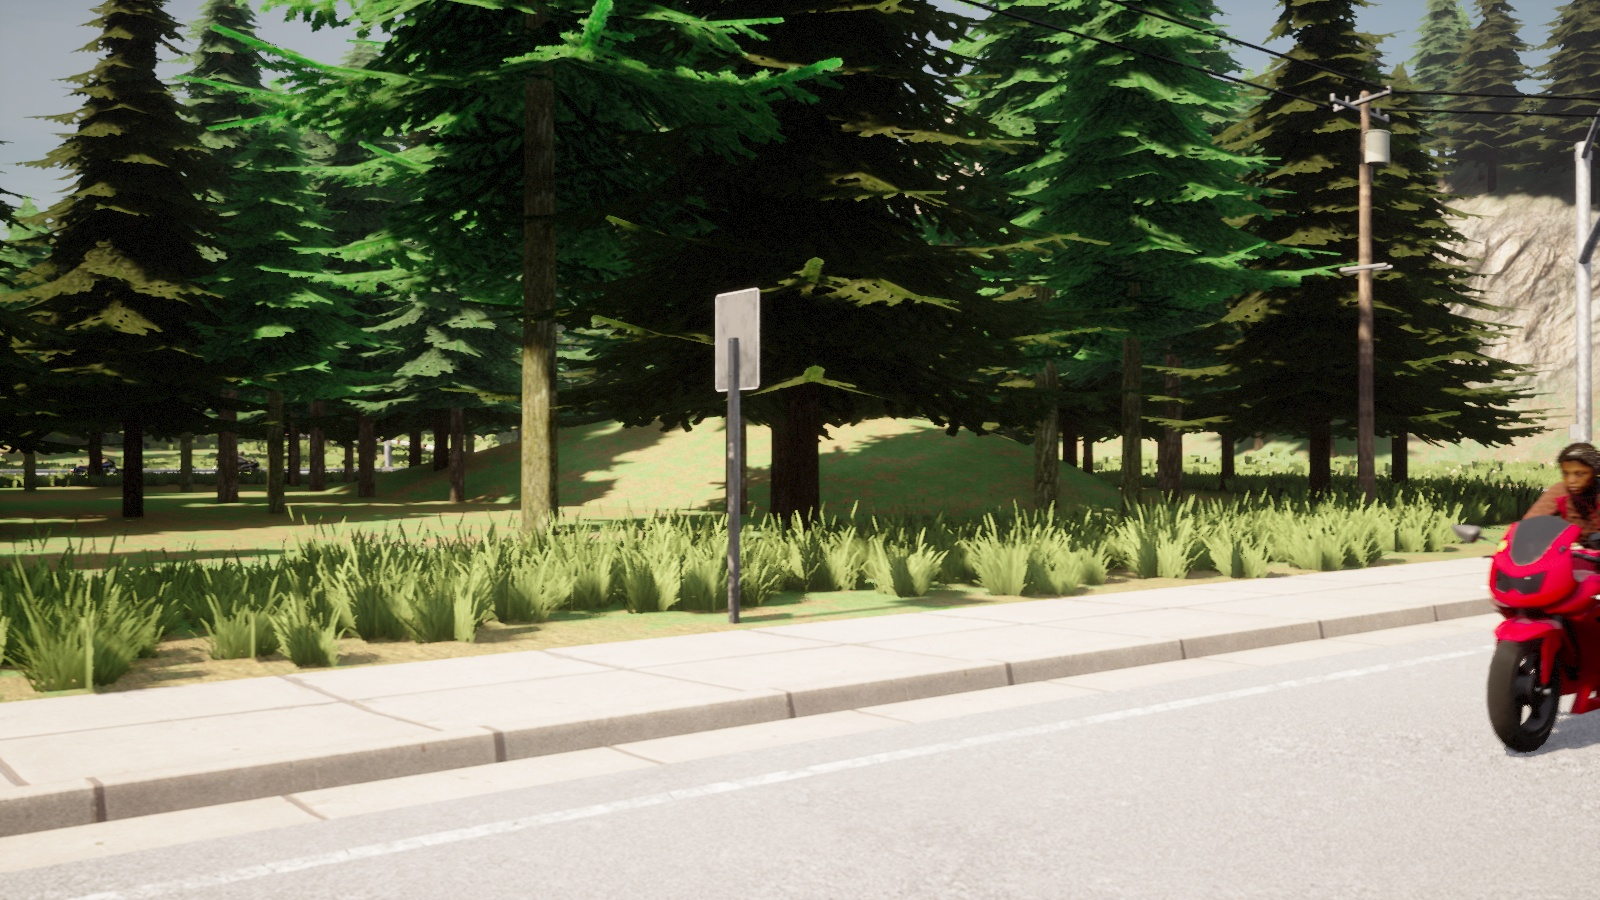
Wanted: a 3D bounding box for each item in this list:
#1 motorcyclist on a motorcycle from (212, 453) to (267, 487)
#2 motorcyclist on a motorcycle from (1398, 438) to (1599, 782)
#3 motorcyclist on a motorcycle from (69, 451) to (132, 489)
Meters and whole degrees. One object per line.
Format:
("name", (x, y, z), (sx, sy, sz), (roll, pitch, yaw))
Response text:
("motorcyclist on a motorcycle", (-26.284, 0.924, 58.895), (2.191, 1.530, 0.866), (0, 0, -35))
("motorcyclist on a motorcycle", (4.022, 0.703, 6.455), (2.044, 1.523, 0.797), (0, 0, -35))
("motorcyclist on a motorcycle", (-30.969, 0.868, 55.631), (2.350, 1.649, 0.766), (0, 0, -35))
